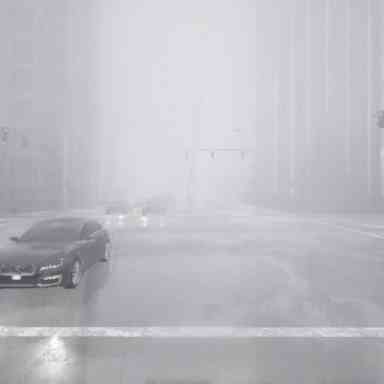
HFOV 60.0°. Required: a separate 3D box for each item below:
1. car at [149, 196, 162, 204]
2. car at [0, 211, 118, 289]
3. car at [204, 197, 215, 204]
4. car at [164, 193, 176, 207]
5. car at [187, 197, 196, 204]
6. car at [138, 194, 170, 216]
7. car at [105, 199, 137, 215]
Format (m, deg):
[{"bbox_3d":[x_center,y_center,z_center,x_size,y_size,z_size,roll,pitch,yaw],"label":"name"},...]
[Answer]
[{"bbox_3d":[-7.087,1.531,65.128,2.128,1.511,4.902,0,0,0],"label":"car"},{"bbox_3d":[-3.611,1.505,9.262,1.837,1.490,4.892,0,0,0],"label":"car"},{"bbox_3d":[3.413,1.600,65.049,1.895,1.301,4.718,0,0,0],"label":"car"},{"bbox_3d":[-3.659,1.221,51.467,2.150,2.045,5.566,0,0,0],"label":"car"},{"bbox_3d":[-0.088,1.600,65.584,1.895,1.301,4.718,0,0,0],"label":"car"},{"bbox_3d":[-3.643,1.351,32.606,2.097,1.767,4.553,0,0,0],"label":"car"},{"bbox_3d":[-7.457,1.564,34.302,1.994,1.385,4.181,0,0,5],"label":"car"}]
